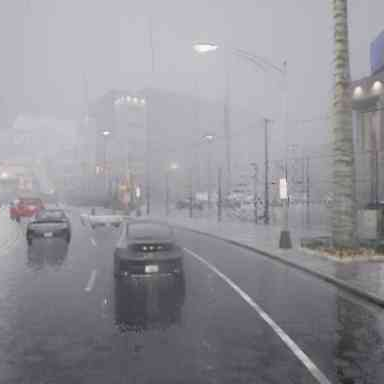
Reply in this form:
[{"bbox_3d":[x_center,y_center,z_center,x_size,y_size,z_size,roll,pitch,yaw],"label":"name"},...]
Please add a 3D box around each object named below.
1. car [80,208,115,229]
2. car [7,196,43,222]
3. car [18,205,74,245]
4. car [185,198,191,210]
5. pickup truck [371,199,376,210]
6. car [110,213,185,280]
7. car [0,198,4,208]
[{"bbox_3d":[-6.475,1.798,23.258,1.895,1.301,4.718,0,-1,-30],"label":"car"},{"bbox_3d":[-14.509,1.477,29.258,2.150,2.045,5.566,0,-1,-35],"label":"car"},{"bbox_3d":[-6.990,1.634,16.504,2.128,1.511,4.902,0,-1,-20],"label":"car"},{"bbox_3d":[-0.461,1.638,47.407,2.185,1.767,4.553,0,-1,-36],"label":"car"},{"bbox_3d":[15.250,1.271,24.682,6.274,2.098,2.390,0,-1,-36],"label":"pickup truck"},{"bbox_3d":[-1.433,1.592,10.323,1.837,1.490,4.892,0,0,-11],"label":"car"},{"bbox_3d":[-33.147,2.055,55.525,1.994,1.385,4.181,0,-1,-35],"label":"car"}]
